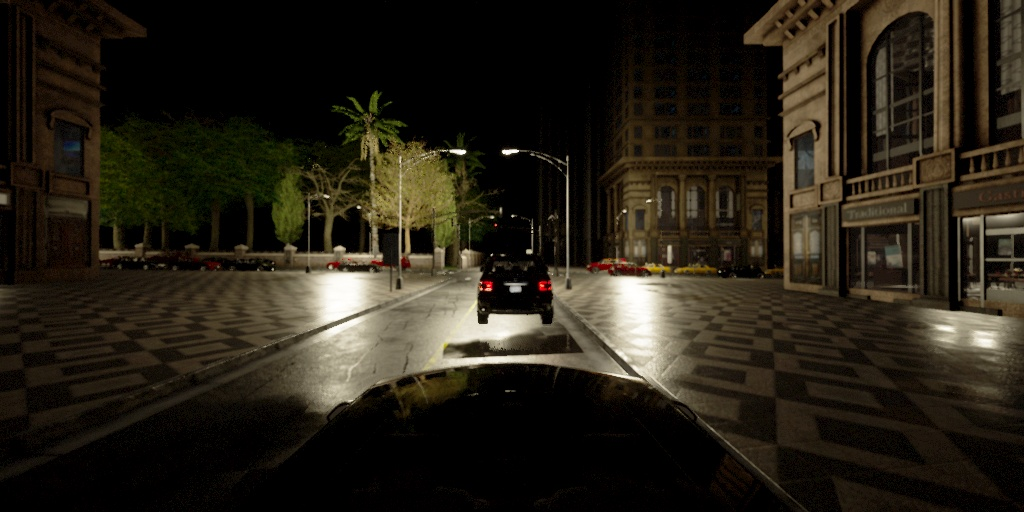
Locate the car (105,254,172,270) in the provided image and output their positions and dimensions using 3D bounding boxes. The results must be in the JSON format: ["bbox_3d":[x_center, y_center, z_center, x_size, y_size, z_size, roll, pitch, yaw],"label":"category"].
[{"bbox_3d":[-37.156,0.744,35.866,4.403,1.370,2.007,0,0,0],"label":"car"}]

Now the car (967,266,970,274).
[{"bbox_3d":[45.019,1.780,35.807,4.097,1.591,1.967,0,0,0],"label":"car"}]

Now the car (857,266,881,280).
[{"bbox_3d":[33.937,1.769,35.815,4.313,1.339,1.948,0,0,0],"label":"car"}]

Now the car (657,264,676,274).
[{"bbox_3d":[17.145,1.553,44.353,4.829,1.417,1.751,0,0,0],"label":"car"}]

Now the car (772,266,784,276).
[{"bbox_3d":[33.766,1.770,44.341,4.829,1.417,1.751,0,0,0],"label":"car"}]

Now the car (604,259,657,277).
[{"bbox_3d":[11.778,1.351,35.831,4.097,1.591,1.967,0,0,0],"label":"car"}]

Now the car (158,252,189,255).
[{"bbox_3d":[-42.684,0.463,44.395,5.009,1.841,2.192,0,0,0],"label":"car"}]

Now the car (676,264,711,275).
[{"bbox_3d":[22.685,1.627,44.348,4.829,1.417,1.751,0,0,0],"label":"car"}]

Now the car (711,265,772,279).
[{"bbox_3d":[22.858,1.626,35.823,4.313,1.339,1.948,0,0,0],"label":"car"}]

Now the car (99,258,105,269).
[{"bbox_3d":[-42.679,0.689,35.870,4.207,1.307,1.802,0,0,0],"label":"car"}]

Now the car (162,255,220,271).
[{"bbox_3d":[-31.632,0.824,35.862,4.507,1.381,1.888,0,0,0],"label":"car"}]

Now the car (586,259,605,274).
[{"bbox_3d":[11.774,1.267,44.356,5.009,1.841,2.192,0,0,0],"label":"car"}]

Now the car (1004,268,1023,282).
[{"bbox_3d":[50.729,1.929,35.803,4.829,1.417,1.751,0,0,0],"label":"car"}]

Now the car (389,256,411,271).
[{"bbox_3d":[-15.065,0.884,44.375,5.009,1.841,2.192,0,0,0],"label":"car"}]

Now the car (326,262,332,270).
[{"bbox_3d":[-20.589,1.032,44.379,4.507,1.381,1.888,0,0,0],"label":"car"}]

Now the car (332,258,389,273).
[{"bbox_3d":[-15.059,1.078,35.850,4.403,1.370,2.007,0,0,0],"label":"car"}]

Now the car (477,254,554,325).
[{"bbox_3d":[0.082,0.960,11.892,2.150,2.045,5.566,0,0,0],"label":"car"}]

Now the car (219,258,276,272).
[{"bbox_3d":[-26.107,0.929,35.858,4.313,1.339,1.948,0,0,0],"label":"car"}]
